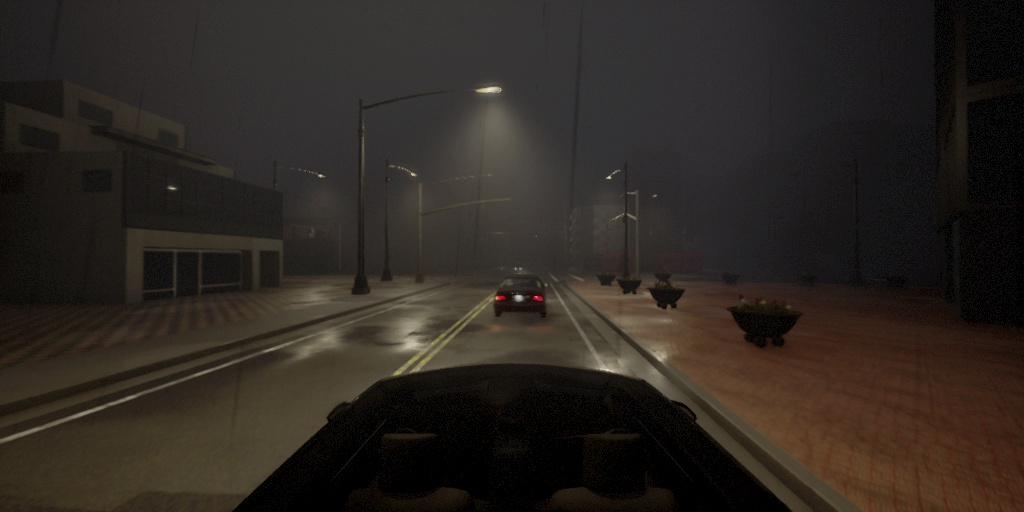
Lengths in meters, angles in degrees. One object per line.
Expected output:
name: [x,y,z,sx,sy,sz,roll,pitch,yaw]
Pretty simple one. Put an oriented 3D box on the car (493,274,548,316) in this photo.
car: [0.401,1.415,13.897,2.033,1.411,5.357,0,-1,4]
